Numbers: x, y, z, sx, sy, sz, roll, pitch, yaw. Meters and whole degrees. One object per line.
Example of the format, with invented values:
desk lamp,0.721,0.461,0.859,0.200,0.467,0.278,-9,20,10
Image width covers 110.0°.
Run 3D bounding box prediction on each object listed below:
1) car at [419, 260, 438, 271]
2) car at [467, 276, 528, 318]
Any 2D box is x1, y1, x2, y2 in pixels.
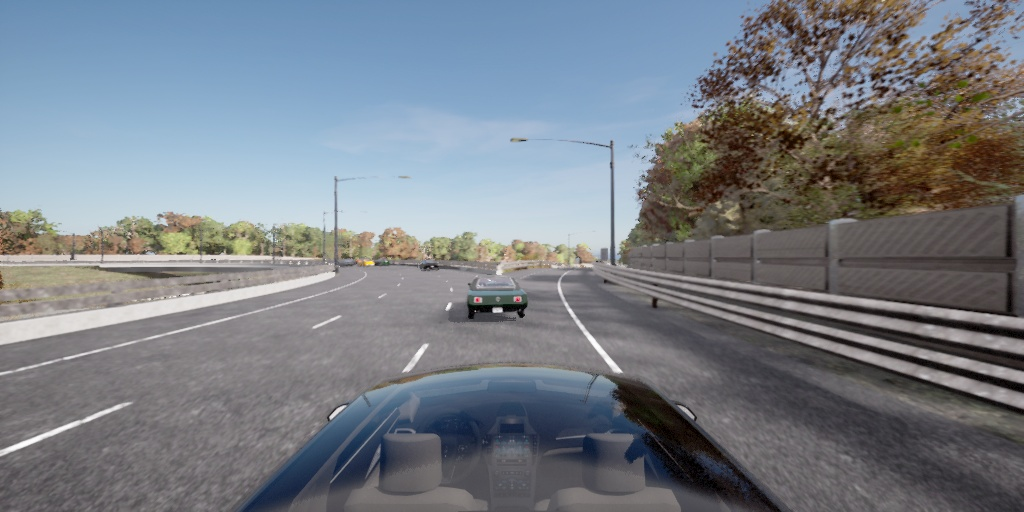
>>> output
car,-12.138,1.317,51.973,1.882,1.535,5.008,0,0,-26
car,-0.675,1.356,13.094,1.895,1.301,4.718,0,0,-6
